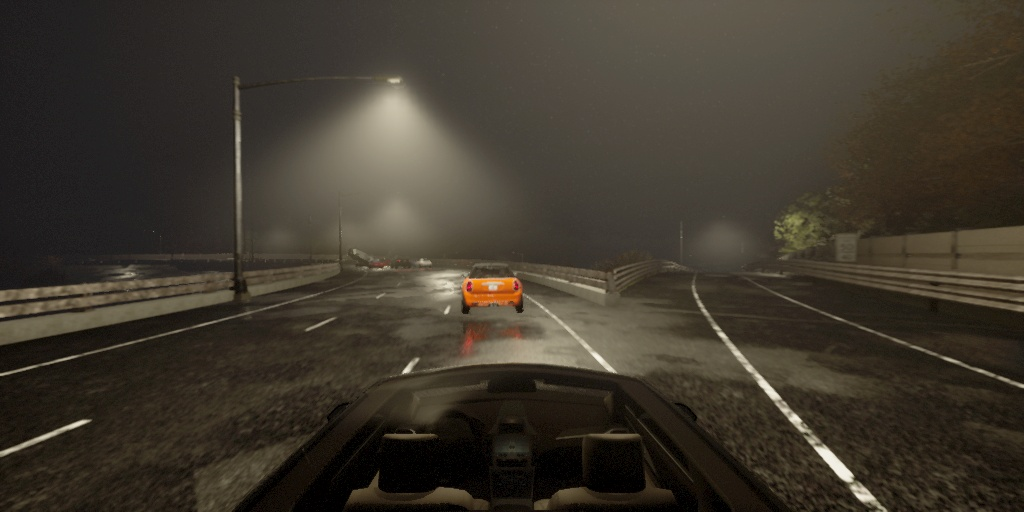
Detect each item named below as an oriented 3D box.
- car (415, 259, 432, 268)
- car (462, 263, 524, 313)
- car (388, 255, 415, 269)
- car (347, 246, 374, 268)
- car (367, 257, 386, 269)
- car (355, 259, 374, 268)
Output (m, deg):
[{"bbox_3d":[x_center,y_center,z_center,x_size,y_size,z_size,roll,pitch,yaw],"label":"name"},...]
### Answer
[{"bbox_3d":[-13.805,1.120,55.574,1.812,1.442,4.674,-1,0,-31],"label":"car"},{"bbox_3d":[-0.827,1.046,13.916,2.097,1.767,4.553,-1,0,-6],"label":"car"},{"bbox_3d":[-16.427,0.852,53.110,2.150,2.045,5.566,-1,0,-28],"label":"car"},{"bbox_3d":[-23.807,0.221,56.873,1.511,2.128,4.902,-40,-42,12],"label":"car"},{"bbox_3d":[-20.227,1.228,53.542,1.994,1.385,4.181,-1,0,-21],"label":"car"},{"bbox_3d":[-24.835,1.239,60.397,1.994,1.385,4.181,-1,0,-36],"label":"car"}]
